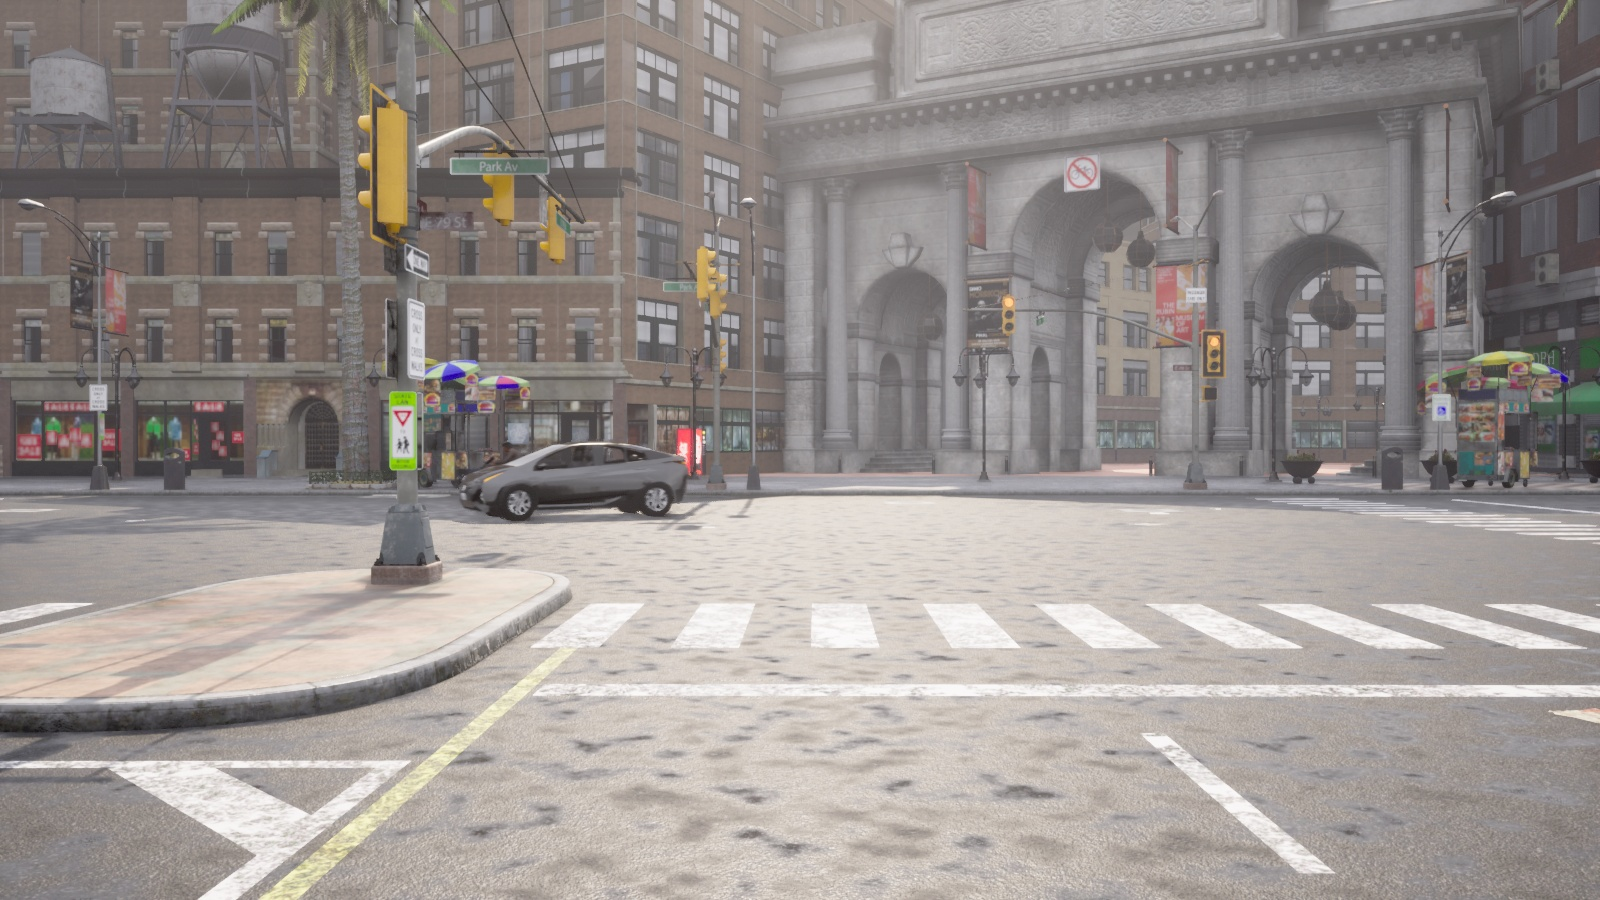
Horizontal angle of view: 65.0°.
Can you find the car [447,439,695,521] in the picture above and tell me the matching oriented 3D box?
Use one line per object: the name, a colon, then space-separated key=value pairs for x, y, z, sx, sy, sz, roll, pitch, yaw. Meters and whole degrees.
car: x=-4.593 y=0.547 z=25.306 sx=4.514 sy=1.525 sz=2.007 roll=0 pitch=0 yaw=-28
